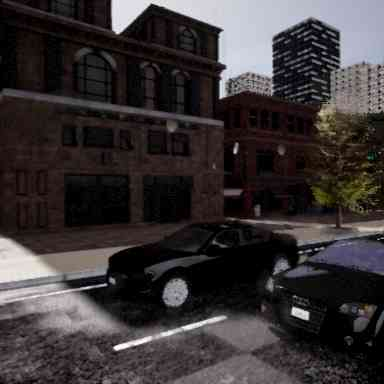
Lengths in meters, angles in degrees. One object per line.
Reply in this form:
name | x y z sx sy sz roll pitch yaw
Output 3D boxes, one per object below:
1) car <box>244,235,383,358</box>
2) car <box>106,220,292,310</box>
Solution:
car | 3.184 1.566 5.955 4.181 1.385 1.994 0 0 -35
car | 0.468 1.479 8.011 5.008 1.535 1.882 0 0 -35
